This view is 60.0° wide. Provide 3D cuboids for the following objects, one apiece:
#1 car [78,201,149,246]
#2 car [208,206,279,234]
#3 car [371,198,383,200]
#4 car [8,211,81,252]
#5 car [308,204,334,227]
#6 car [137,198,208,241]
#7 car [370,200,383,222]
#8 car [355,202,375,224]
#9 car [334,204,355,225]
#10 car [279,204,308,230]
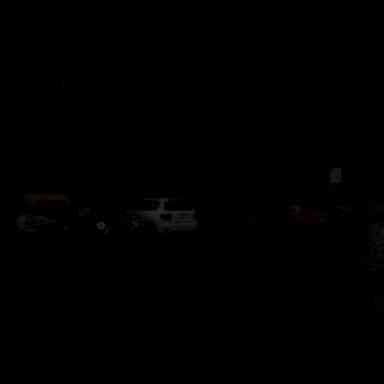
[{"bbox_3d":[-4.238,1.411,15.863,2.185,1.767,4.553,1,0,-35],"label":"car"},{"bbox_3d":[2.630,1.648,20.650,2.163,1.488,4.792,1,0,-35],"label":"car"},{"bbox_3d":[20.754,1.607,33.515,2.435,2.045,5.566,1,0,-35],"label":"car"},{"bbox_3d":[-6.562,1.550,14.175,2.002,1.452,4.674,1,0,-35],"label":"car"},{"bbox_3d":[7.042,1.675,24.036,1.946,1.575,5.366,1,0,-35],"label":"car"},{"bbox_3d":[-1.939,1.311,17.486,2.435,2.045,5.566,1,0,-35],"label":"car"},{"bbox_3d":[16.206,1.799,30.316,2.097,1.535,5.008,1,0,-35],"label":"car"},{"bbox_3d":[11.580,1.737,27.028,2.097,1.535,5.008,1,0,-35],"label":"car"},{"bbox_3d":[9.399,1.738,25.513,2.163,1.488,4.792,1,0,-35],"label":"car"},{"bbox_3d":[4.897,1.677,22.254,2.163,1.488,4.792,1,0,-35],"label":"car"}]
